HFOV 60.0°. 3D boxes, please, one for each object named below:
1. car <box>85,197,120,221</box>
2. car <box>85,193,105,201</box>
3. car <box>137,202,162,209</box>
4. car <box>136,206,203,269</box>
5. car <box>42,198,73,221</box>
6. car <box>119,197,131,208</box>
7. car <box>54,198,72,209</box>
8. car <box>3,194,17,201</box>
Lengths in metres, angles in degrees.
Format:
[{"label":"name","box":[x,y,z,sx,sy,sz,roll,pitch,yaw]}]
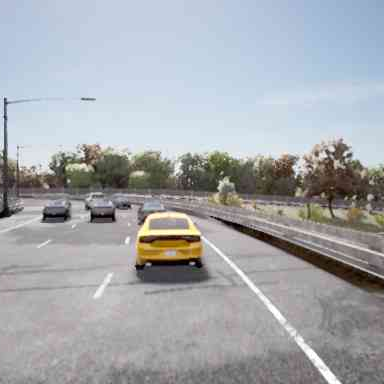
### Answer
[{"label":"car","box":[-7.118,1.425,26.674,2.128,1.511,4.902,0,0,-14]},{"label":"car","box":[-11.882,1.126,41.049,2.150,2.045,5.566,0,1,-23]},{"label":"car","box":[-3.099,1.473,25.296,2.033,1.411,5.357,0,0,-14]},{"label":"car","box":[-0.805,1.443,11.125,1.882,1.535,5.008,0,0,-6]},{"label":"car","box":[-10.842,1.436,26.961,2.128,1.511,4.902,0,0,-15]},{"label":"car","box":[-9.535,1.429,44.483,2.033,1.411,5.357,0,0,-24]},{"label":"car","box":[-16.950,1.472,43.715,1.994,1.385,4.181,0,0,-24]},{"label":"car","box":[-43.208,1.227,79.041,4.553,1.767,2.097,0,0,40]}]
